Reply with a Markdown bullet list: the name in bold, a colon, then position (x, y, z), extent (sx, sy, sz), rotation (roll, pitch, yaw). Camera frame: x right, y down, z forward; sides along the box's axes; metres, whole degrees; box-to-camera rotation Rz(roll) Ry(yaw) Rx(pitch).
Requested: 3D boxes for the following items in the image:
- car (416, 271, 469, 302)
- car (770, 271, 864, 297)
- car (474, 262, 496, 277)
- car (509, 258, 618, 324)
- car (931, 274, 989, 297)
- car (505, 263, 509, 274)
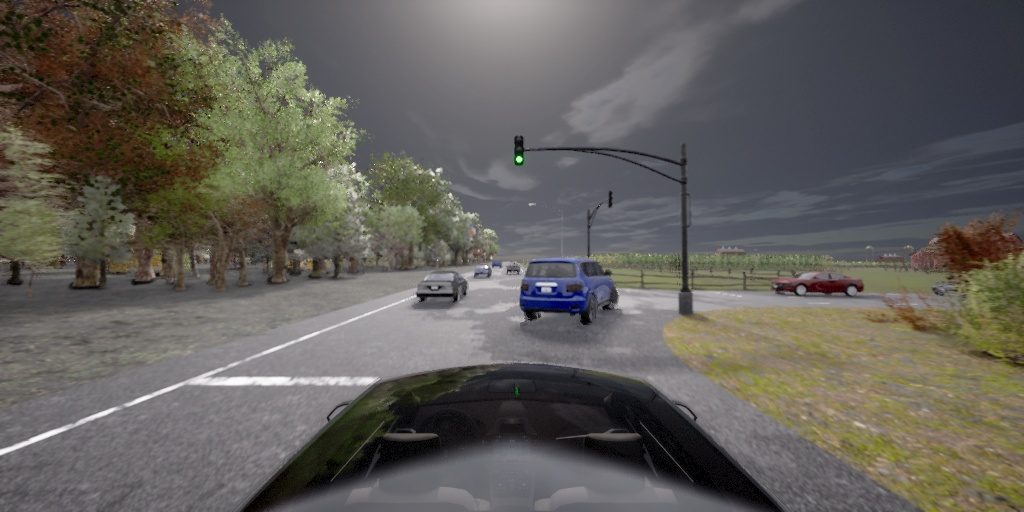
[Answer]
- **car**: position (-3.398, 1.465, 18.236), extent (2.033, 1.411, 5.357), rotation (0, -1, 0)
- **car**: position (19.117, 1.697, 22.611), extent (5.008, 1.535, 1.882), rotation (1, -2, 0)
- **car**: position (-3.398, 1.706, 42.535), extent (2.033, 1.411, 5.357), rotation (0, -1, 0)
- **car**: position (2.197, 1.087, 12.877), extent (2.150, 2.045, 5.566), rotation (-1, -1, 26)
- **car**: position (29.390, 1.856, 22.556), extent (4.674, 1.442, 1.812), rotation (1, -2, 0)
- **car**: position (0.104, 1.737, 50.246), extent (1.837, 1.490, 4.892), rotation (0, -1, 0)
